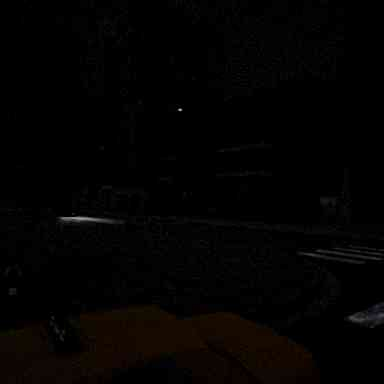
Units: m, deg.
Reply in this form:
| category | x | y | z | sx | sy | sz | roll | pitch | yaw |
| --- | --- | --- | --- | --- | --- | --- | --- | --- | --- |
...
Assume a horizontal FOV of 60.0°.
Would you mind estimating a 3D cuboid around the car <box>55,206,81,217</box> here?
| category | x | y | z | sx | sy | sz | roll | pitch | yaw |
| --- | --- | --- | --- | --- | --- | --- | --- | --- | --- |
| car | -14.656 | 2.254 | 39.212 | 1.895 | 1.301 | 4.718 | 2 | -2 | -36 |

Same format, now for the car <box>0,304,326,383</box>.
| category | x | y | z | sx | sy | sz | roll | pitch | yaw |
| --- | --- | --- | --- | --- | --- | --- | --- | --- | --- |
| car | -1.079 | 1.525 | 2.051 | 4.829 | 1.417 | 1.752 | 0 | 1 | -36 |

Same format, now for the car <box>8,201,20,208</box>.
| category | x | y | z | sx | sy | sz | roll | pitch | yaw |
| --- | --- | --- | --- | --- | --- | --- | --- | --- | --- |
| car | -38.503 | 2.739 | 71.871 | 1.837 | 1.490 | 4.892 | 2 | -2 | -36 |
